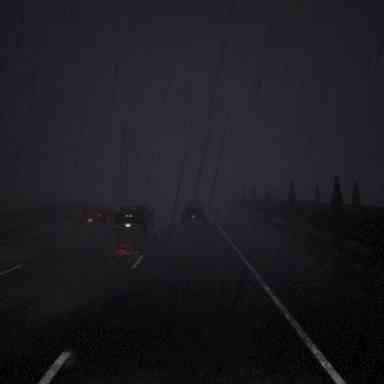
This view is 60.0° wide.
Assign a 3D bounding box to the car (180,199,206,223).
[{"bbox_3d":[0.094,1.539,25.712,1.812,1.442,4.674,0,0,0],"label":"car"}]

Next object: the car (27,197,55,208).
[{"bbox_3d":[-17.586,1.525,40.290,1.837,1.490,4.892,0,0,0],"label":"car"}]

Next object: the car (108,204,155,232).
[{"bbox_3d":[-3.398,1.515,20.090,1.837,1.490,4.892,0,0,0],"label":"car"}]

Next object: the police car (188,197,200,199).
[{"bbox_3d":[0.104,1.447,42.733,1.930,1.638,5.238,0,0,0],"label":"police car"}]

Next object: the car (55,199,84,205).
[{"bbox_3d":[-14.090,1.568,39.920,2.033,1.411,5.357,0,0,0],"label":"car"}]

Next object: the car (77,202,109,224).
[{"bbox_3d":[-6.898,1.613,24.776,1.895,1.301,4.718,0,0,0],"label":"car"}]
